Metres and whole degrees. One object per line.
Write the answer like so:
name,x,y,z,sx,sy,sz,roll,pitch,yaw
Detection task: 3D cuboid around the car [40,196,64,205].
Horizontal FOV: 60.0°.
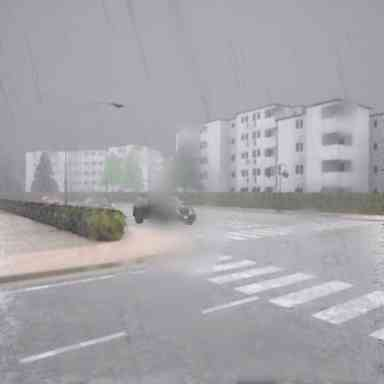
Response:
car,-19.619,1.292,46.542,2.097,1.767,4.553,0,0,-39

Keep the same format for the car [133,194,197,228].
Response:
car,-1.985,1.161,22.226,2.150,2.045,5.566,0,0,-36

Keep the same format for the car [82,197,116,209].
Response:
car,-9.009,1.292,32.032,2.097,1.767,4.553,0,0,-36
